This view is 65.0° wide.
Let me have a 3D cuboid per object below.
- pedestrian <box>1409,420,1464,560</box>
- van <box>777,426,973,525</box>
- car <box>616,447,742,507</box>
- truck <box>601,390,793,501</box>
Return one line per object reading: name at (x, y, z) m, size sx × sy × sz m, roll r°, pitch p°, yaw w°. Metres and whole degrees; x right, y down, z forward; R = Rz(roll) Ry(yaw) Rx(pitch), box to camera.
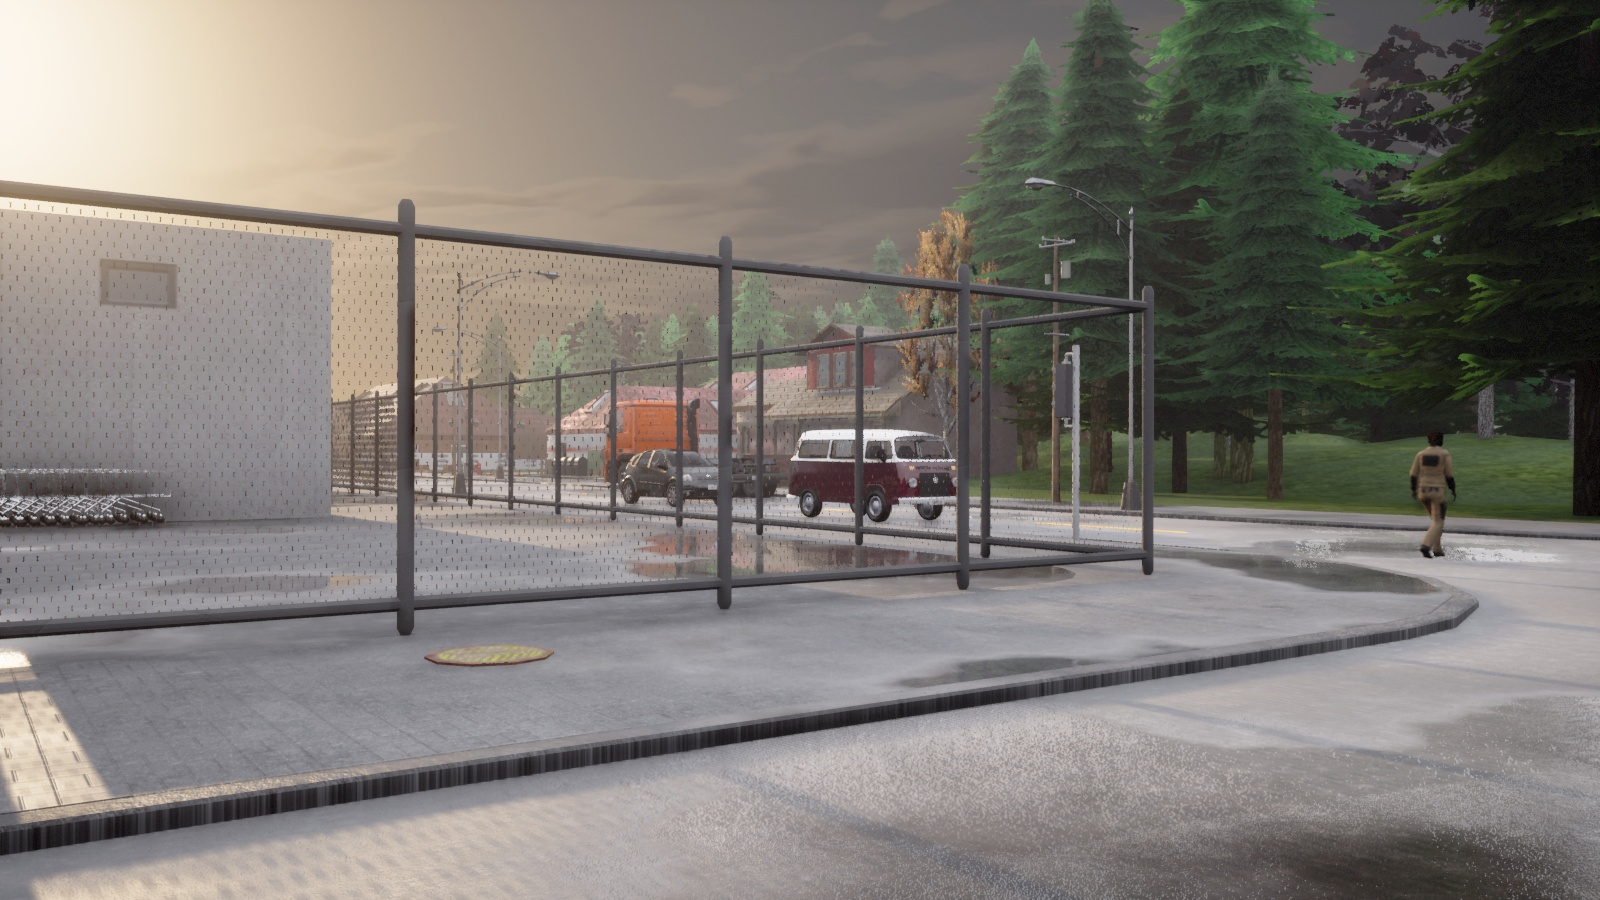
pedestrian at (8.964, 0.551, 17.685) m, size 0.692 × 1.930 × 0.396 m, roll 0°, pitch 0°, yaw -35°
van at (1.601, 0.535, 28.426) m, size 2.069 × 2.038 × 4.480 m, roll 0°, pitch 0°, yaw -36°
car at (-3.518, 0.738, 35.892) m, size 1.851 × 1.617 × 3.988 m, roll 0°, pitch 0°, yaw -35°
truck at (-3.727, -0.123, 43.236) m, size 2.891 × 3.462 × 7.936 m, roll 0°, pitch 0°, yaw -36°
